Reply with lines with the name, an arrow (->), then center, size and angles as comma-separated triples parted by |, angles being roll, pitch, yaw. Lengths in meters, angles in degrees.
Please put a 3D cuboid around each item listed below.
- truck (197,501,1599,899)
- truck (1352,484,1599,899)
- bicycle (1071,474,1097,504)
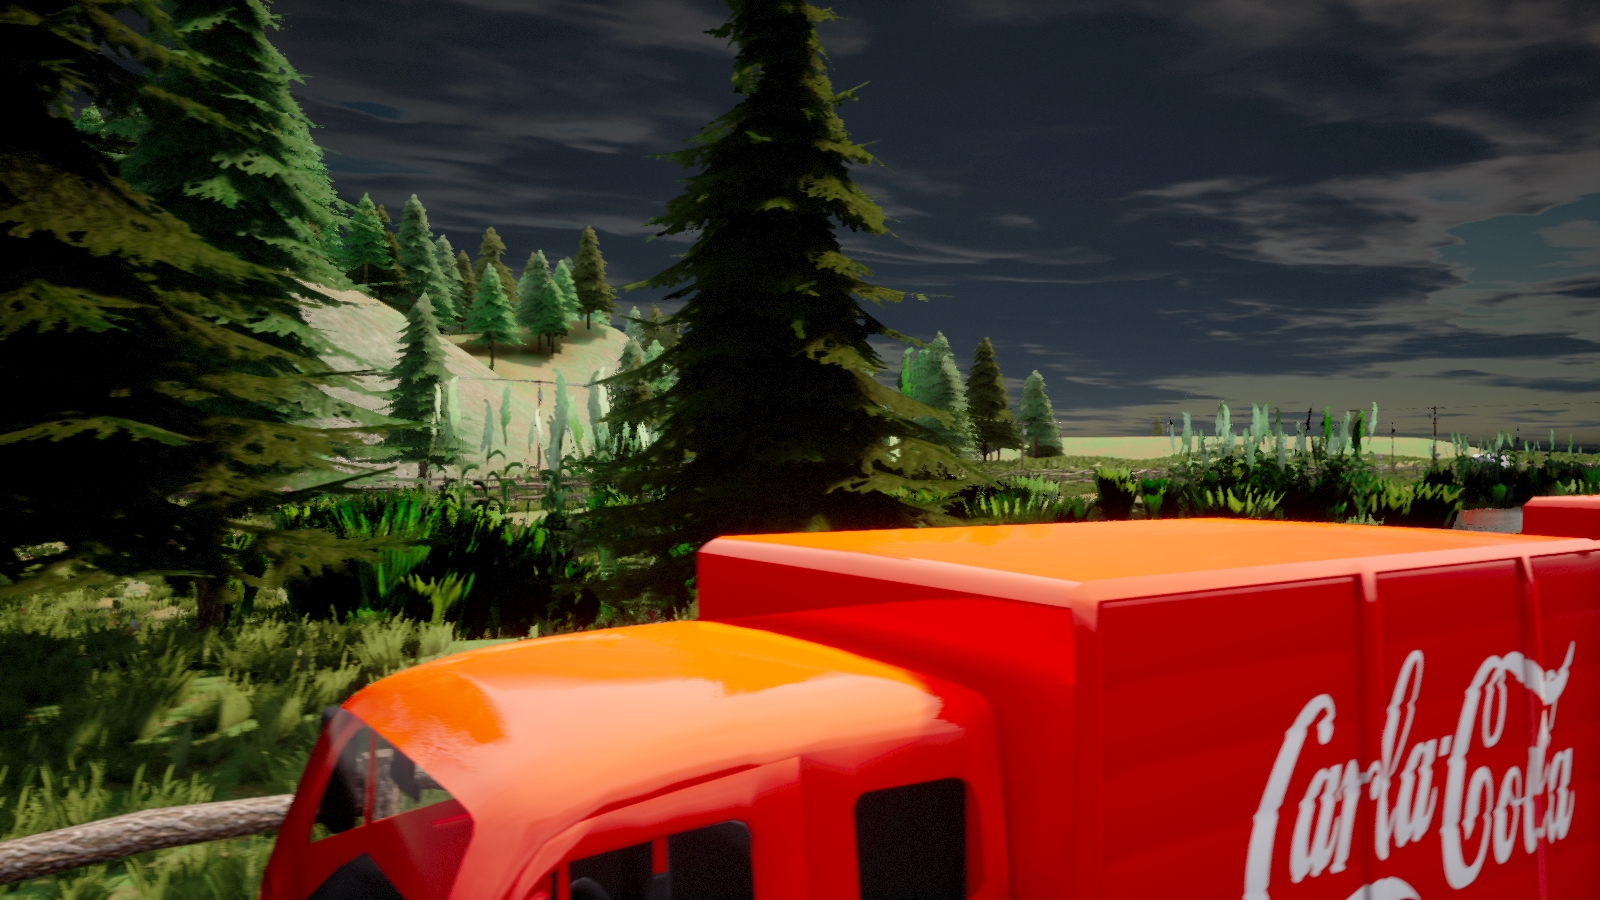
truck -> 0.803, 1.536, 4.327 | 5.204, 2.467, 2.627 | 0, 0, -34
truck -> 6.729, 1.538, 8.300 | 5.204, 2.467, 2.627 | 0, 0, -34
bicycle -> 15.051, 2.062, 60.529 | 1.643, 1.496, 0.373 | 0, 0, -38
